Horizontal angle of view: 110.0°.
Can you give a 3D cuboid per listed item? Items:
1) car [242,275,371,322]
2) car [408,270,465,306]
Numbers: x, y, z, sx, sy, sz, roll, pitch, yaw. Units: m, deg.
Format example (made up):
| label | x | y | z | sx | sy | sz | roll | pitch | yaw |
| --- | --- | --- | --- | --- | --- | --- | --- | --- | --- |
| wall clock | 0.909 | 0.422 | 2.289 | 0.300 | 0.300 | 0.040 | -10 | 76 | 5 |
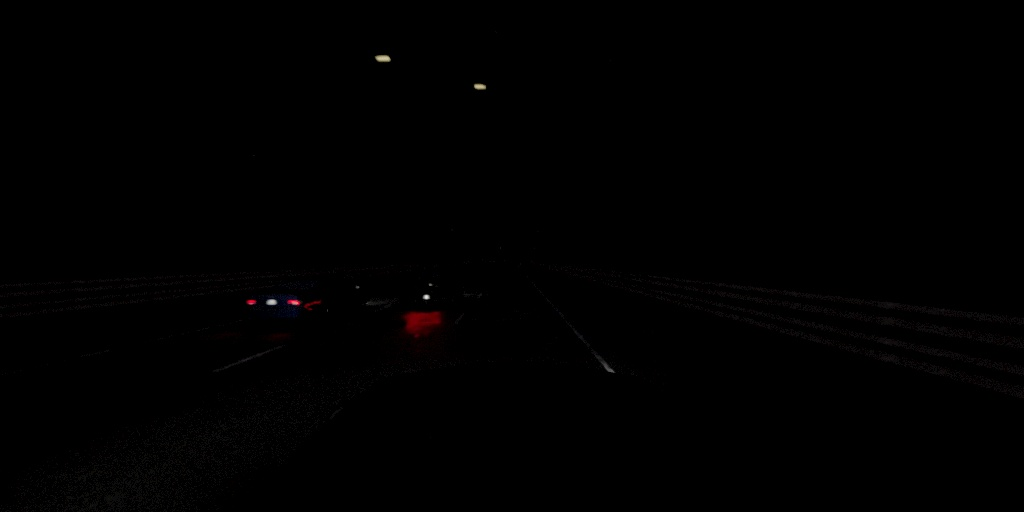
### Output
| label | x | y | z | sx | sy | sz | roll | pitch | yaw |
| --- | --- | --- | --- | --- | --- | --- | --- | --- | --- |
| car | -6.897 | 1.400 | 12.797 | 2.033 | 1.411 | 5.357 | 0 | 0 | 0 |
| car | -3.396 | 1.393 | 16.648 | 1.837 | 1.490 | 4.892 | 0 | 0 | 0 |
